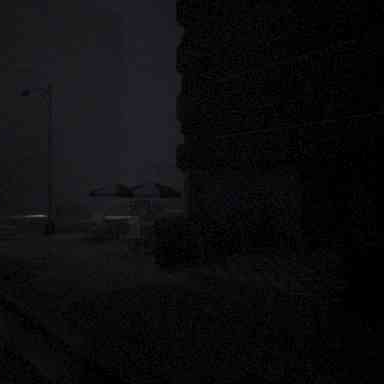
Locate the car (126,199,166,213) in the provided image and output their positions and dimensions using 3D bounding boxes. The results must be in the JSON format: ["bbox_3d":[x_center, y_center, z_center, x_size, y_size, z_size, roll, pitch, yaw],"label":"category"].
[{"bbox_3d":[-5.048,1.555,37.310,1.837,1.490,4.892,0,-1,44],"label":"car"}]

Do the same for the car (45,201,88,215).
[{"bbox_3d":[-12.981,1.619,34.495,1.994,1.385,4.181,0,0,45],"label":"car"}]
